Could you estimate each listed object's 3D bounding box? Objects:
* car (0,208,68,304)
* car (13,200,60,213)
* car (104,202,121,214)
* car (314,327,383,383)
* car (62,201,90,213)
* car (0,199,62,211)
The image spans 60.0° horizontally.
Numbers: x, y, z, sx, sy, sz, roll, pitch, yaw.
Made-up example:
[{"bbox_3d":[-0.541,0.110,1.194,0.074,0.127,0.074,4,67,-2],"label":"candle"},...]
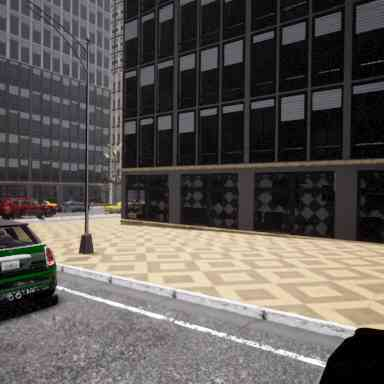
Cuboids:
[{"bbox_3d":[-5.011,1.348,7.268,4.553,1.767,2.097,0,0,36],"label":"car"},{"bbox_3d":[-18.419,1.643,39.540,1.752,1.417,4.829,1,0,37],"label":"car"},{"bbox_3d":[-8.124,1.830,39.357,1.752,1.417,4.829,1,0,37],"label":"car"},{"bbox_3d":[2.986,1.601,1.549,4.718,1.301,1.895,0,0,36],"label":"car"},{"bbox_3d":[-14.539,1.749,40.409,1.994,1.385,4.181,1,0,37],"label":"car"},{"bbox_3d":[-14.939,1.519,30.158,2.192,1.841,5.009,1,0,37],"label":"car"}]
